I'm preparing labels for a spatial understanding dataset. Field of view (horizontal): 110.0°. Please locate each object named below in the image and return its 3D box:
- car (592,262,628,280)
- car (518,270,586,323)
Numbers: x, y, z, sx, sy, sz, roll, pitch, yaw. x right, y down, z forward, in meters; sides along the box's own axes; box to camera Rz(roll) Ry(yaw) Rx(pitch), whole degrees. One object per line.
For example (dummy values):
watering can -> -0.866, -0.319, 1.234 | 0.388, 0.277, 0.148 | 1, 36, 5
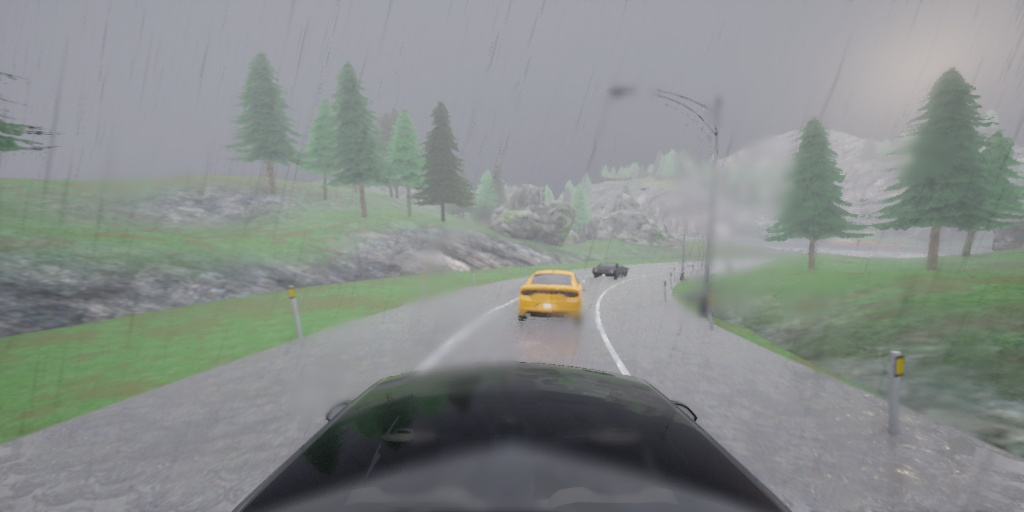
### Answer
car -> 8.229, 1.163, 29.607 | 1.895, 1.301, 4.718 | 4, 3, 30
car -> 1.468, 1.217, 12.328 | 1.882, 1.535, 5.008 | 1, 0, 11
